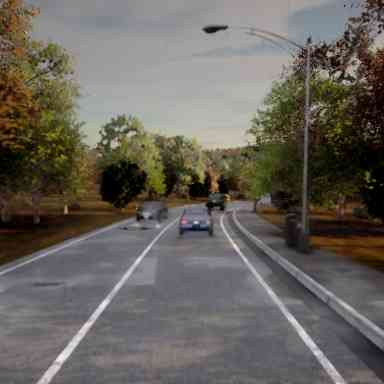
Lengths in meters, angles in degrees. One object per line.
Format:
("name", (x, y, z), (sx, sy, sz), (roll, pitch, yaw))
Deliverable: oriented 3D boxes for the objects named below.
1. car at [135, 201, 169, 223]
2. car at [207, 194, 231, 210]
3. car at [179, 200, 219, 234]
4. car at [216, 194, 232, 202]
("car", (-2.983, 1.451, 25.601), (2.128, 1.511, 4.902), (0, 0, 5))
("car", (3.279, 1.222, 42.893), (2.150, 2.045, 5.566), (1, 0, 12))
("car", (0.281, 1.496, 18.960), (2.033, 1.411, 5.357), (0, 1, 2))
("car", (6.362, 1.103, 65.355), (1.882, 1.535, 5.008), (2, 0, 22))
